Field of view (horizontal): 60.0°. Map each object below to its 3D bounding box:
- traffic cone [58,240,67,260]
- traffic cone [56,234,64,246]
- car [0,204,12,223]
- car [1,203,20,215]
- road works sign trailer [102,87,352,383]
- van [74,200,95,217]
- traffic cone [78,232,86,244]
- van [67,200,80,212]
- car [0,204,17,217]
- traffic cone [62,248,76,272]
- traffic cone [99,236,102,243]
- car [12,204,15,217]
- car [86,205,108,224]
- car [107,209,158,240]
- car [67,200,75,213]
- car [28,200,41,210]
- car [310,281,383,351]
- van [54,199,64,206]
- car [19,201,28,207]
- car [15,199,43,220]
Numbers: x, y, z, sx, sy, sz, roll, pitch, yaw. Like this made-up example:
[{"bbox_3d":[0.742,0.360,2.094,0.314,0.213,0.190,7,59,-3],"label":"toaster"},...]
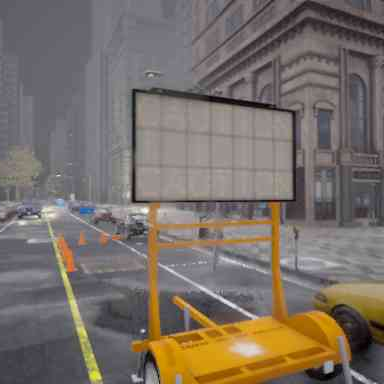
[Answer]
[{"bbox_3d":[-4.604,2.157,12.132,0.340,0.580,0.340,0,-1,-25],"label":"traffic cone"},{"bbox_3d":[-5.435,2.187,13.951,0.340,0.580,0.340,0,-1,-25],"label":"traffic cone"},{"bbox_3d":[-17.817,2.031,30.244,1.752,1.417,4.829,1,-1,-25],"label":"car"},{"bbox_3d":[-24.776,2.302,45.473,1.887,1.381,4.507,1,-1,-25],"label":"car"},{"bbox_3d":[0.292,0.539,4.499,2.380,3.560,2.880,0,-1,-25],"label":"road works sign trailer"},{"bbox_3d":[-12.398,1.980,38.962,1.690,1.788,3.998,1,-1,-25],"label":"van"},{"bbox_3d":[-5.356,2.222,16.186,0.340,0.580,0.340,0,-1,-25],"label":"traffic cone"},{"bbox_3d":[-19.280,2.230,54.038,1.690,1.788,3.998,1,-1,-25],"label":"van"},{"bbox_3d":[-22.480,2.219,40.448,1.887,1.381,4.507,1,-1,-25],"label":"car"},{"bbox_3d":[-3.774,2.127,10.313,0.340,0.580,0.340,0,-1,-25],"label":"traffic cone"},{"bbox_3d":[-4.447,2.228,16.601,0.340,0.580,0.340,0,-1,-24],"label":"traffic cone"},{"bbox_3d":[-20.184,2.136,35.423,1.887,1.381,4.507,1,-1,-25],"label":"car"},{"bbox_3d":[-7.810,2.055,28.906,1.802,1.307,4.206,1,-1,-25],"label":"car"},{"bbox_3d":[-3.222,1.858,18.856,2.008,1.369,4.403,1,-1,-25],"label":"car"},{"bbox_3d":[-16.986,2.350,49.009,1.887,1.381,4.507,1,-1,-25],"label":"car"},{"bbox_3d":[-29.031,2.375,61.478,2.097,1.767,4.553,0,-1,-25],"label":"car"},{"bbox_3d":[3.589,1.587,3.934,1.752,1.417,4.829,1,-1,-25],"label":"car"},{"bbox_3d":[-35.069,2.823,88.581,1.690,1.788,3.998,1,-1,-25],"label":"van"},{"bbox_3d":[-40.517,2.872,79.970,1.752,1.417,4.829,1,-1,-25],"label":"car"},{"bbox_3d":[-17.377,1.814,35.728,2.150,2.045,5.566,0,-1,-24],"label":"car"}]
